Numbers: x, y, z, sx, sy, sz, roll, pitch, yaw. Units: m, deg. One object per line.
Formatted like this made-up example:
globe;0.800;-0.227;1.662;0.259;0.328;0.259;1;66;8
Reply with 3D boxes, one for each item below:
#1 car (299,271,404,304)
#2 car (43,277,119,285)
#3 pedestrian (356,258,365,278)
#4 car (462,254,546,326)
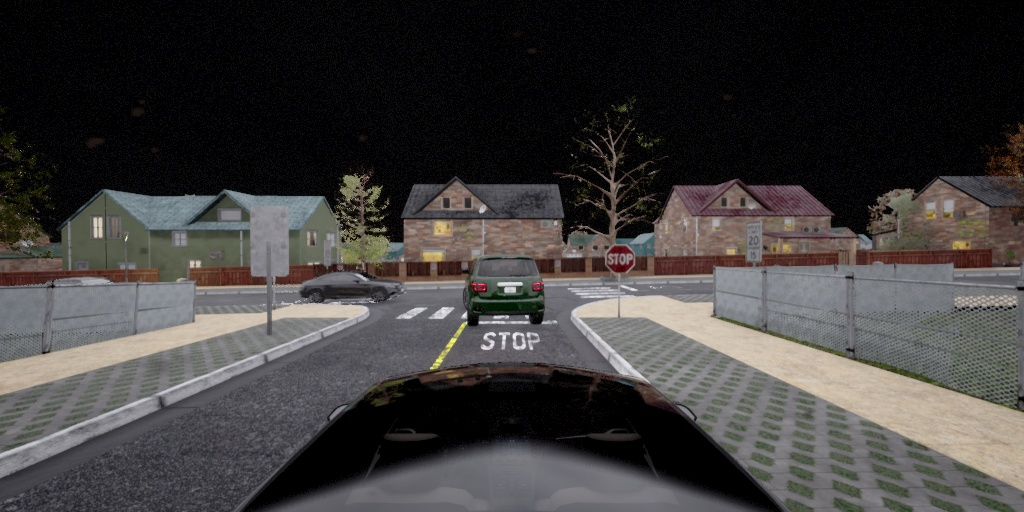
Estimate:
car;-7.531;1.423;16.988;4.674;1.442;1.812;-2;1;0
car;-20.006;1.721;16.956;4.674;1.442;1.812;-1;1;0
pedestrian;-9.682;1.004;22.836;0.375;1.860;0.375;0;2;0
car;-0.435;0.973;11.868;2.150;2.045;5.566;0;0;-8
